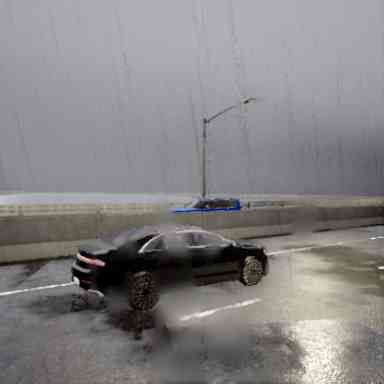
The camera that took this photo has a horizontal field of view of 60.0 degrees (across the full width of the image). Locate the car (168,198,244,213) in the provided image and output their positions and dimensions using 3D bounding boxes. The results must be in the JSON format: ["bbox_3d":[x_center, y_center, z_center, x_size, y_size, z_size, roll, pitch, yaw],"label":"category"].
[{"bbox_3d":[0.923,1.396,21.677,5.566,2.045,2.150,0,0,-35],"label":"car"}]

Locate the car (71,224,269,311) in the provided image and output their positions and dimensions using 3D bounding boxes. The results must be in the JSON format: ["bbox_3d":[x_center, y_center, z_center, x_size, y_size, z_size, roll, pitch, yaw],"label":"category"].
[{"bbox_3d":[-0.259,1.513,7.847,4.902,1.511,2.128,0,0,-35],"label":"car"}]
